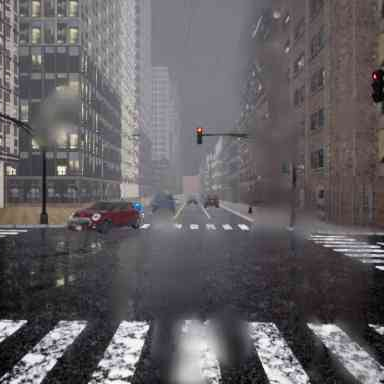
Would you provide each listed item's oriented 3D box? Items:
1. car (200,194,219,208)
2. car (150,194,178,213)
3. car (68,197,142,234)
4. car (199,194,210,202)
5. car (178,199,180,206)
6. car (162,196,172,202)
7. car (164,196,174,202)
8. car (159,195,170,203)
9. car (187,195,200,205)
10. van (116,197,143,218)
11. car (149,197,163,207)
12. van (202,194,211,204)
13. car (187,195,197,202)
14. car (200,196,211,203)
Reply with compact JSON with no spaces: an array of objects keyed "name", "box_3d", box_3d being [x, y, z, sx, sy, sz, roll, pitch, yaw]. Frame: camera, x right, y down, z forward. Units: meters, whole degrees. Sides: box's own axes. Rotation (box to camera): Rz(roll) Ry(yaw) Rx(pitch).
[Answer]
[{"name":"car","box_3d":[2.737,1.329,47.255,2.192,1.841,5.009,0,0,0]},{"name":"car","box_3d":[-3.059,1.231,37.187,2.150,2.045,5.566,0,0,0]},{"name":"car","box_3d":[-4.848,1.289,18.969,2.097,1.767,4.553,1,-1,23]},{"name":"car","box_3d":[2.765,1.348,75.009,2.192,1.841,5.009,0,0,0]},{"name":"car","box_3d":[-3.019,1.619,54.431,1.895,1.301,4.718,0,0,0]},{"name":"car","box_3d":[-5.615,1.559,74.847,1.752,1.417,4.829,0,0,0]},{"name":"car","box_3d":[-5.609,1.589,80.568,2.008,1.369,4.403,0,0,0]},{"name":"car","box_3d":[-5.620,1.469,69.466,1.967,1.590,4.097,0,0,0]},{"name":"car","box_3d":[0.065,1.623,60.129,1.895,1.301,4.718,0,0,0]},{"name":"van","box_3d":[-5.660,1.347,30.609,1.690,1.788,3.998,0,0,0]},{"name":"car","box_3d":[-5.637,1.542,52.643,1.752,1.417,4.829,0,0,0]},{"name":"van","box_3d":[2.754,1.366,63.908,1.690,1.788,3.998,0,0,0]},{"name":"car","box_3d":[0.074,1.419,70.105,2.033,1.411,5.357,0,0,0]},{"name":"car","box_3d":[2.761,1.579,69.458,2.008,1.369,4.403,0,0,0]}]
